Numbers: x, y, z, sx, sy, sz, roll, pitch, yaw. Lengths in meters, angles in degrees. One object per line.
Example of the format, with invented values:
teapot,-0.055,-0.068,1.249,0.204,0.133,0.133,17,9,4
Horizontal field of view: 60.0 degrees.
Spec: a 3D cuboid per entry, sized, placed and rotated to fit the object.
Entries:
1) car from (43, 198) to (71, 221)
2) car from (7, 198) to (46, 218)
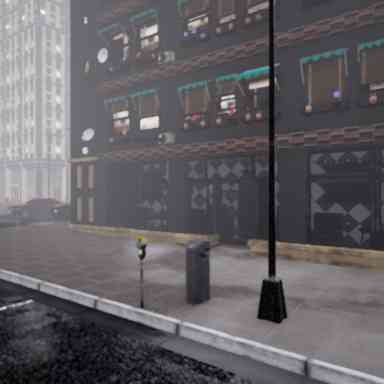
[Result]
car,-7.547,1.237,23.031,1.947,1.339,4.313,1,2,35
car,-12.185,1.207,26.521,1.812,1.442,4.674,0,1,35
